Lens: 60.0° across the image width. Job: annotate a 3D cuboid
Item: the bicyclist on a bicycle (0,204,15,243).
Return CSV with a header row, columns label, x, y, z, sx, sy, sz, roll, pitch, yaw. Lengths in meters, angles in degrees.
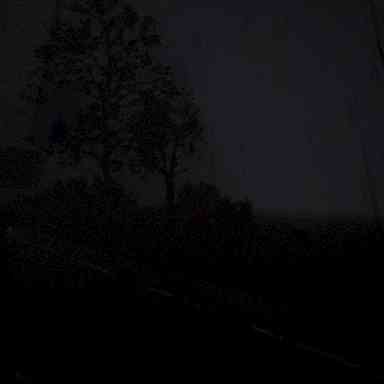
label,x,y,z,sx,sy,sz,roll,pitch,yaw
bicyclist on a bicycle,-8.761,1.456,15.708,0.659,1.776,1.843,2,-1,-42
